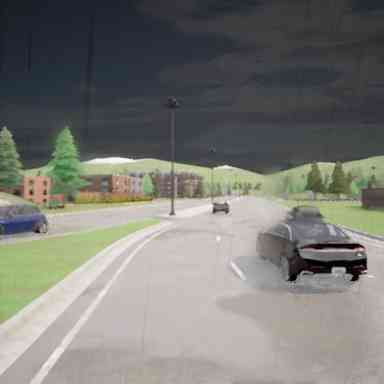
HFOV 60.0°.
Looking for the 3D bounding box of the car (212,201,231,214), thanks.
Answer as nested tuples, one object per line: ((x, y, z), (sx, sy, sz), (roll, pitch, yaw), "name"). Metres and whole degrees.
((3.644, 1.864, 41.111), (2.128, 1.511, 4.902), (0, 0, 10), "car")

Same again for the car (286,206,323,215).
((7.592, 1.703, 22.515), (1.837, 1.490, 4.892), (0, -1, 8), "car")

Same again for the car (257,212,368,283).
((3.256, 1.580, 9.963), (2.128, 1.511, 4.902), (0, -1, -2), "car")

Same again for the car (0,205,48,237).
((-10.034, 1.525, 17.843), (2.097, 1.767, 4.553), (0, -1, 21), "car")
